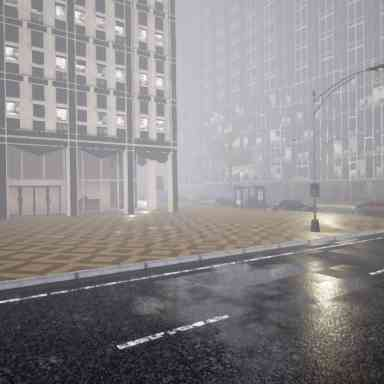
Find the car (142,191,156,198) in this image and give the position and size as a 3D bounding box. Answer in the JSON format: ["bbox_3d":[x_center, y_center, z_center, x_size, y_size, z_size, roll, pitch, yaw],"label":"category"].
[{"bbox_3d":[-10.688,0.686,82.625,1.967,1.590,4.097,0,1,-35],"label":"car"}]

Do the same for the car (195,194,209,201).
[{"bbox_3d":[2.199,1.043,63.898,1.802,1.307,4.206,0,1,-35],"label":"car"}]

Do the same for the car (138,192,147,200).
[{"bbox_3d":[-11.149,1.039,68.513,2.008,1.369,4.403,0,1,-35],"label":"car"}]

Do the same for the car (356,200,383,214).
[{"bbox_3d":[17.753,1.441,31.272,1.994,1.385,4.181,-1,1,-37],"label":"car"}]

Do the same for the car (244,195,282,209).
[{"bbox_3d":[9.217,1.247,43.474,1.837,1.490,4.892,-1,2,-34],"label":"car"}]

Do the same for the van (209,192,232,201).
[{"bbox_3d":[5.421,0.855,59.213,1.690,1.788,3.998,0,1,-35],"label":"van"}]

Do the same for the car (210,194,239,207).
[{"bbox_3d":[4.916,1.319,45.074,1.947,1.339,4.313,0,1,-35],"label":"car"}]

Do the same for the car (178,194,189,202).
[{"bbox_3d":[-2.392,1.081,60.467,1.812,1.442,4.674,-1,1,-34],"label":"car"}]

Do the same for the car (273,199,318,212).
[{"bbox_3d":[11.297,1.424,35.665,1.947,1.339,4.313,0,1,-35],"label":"car"}]

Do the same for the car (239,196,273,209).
[{"bbox_3d":[8.089,1.388,40.359,1.802,1.307,4.206,0,1,-35],"label":"car"}]

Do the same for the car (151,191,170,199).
[{"bbox_3d":[-7.466,0.615,77.942,2.192,1.841,5.009,0,1,-35],"label":"car"}]

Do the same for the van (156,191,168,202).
[{"bbox_3d":[-4.704,0.937,59.146,1.690,1.788,3.998,0,1,-35],"label":"van"}]
